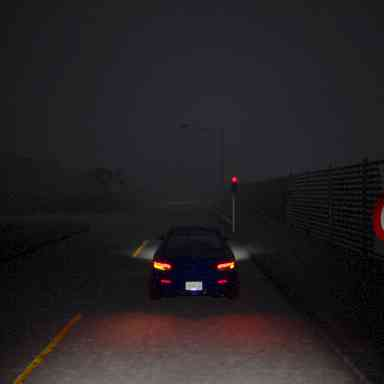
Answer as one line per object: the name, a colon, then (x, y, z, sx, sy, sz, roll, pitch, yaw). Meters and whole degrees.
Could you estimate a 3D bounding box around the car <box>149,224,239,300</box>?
car: (0.055, 1.526, 8.290, 1.812, 1.442, 4.674, 0, 0, 1)
